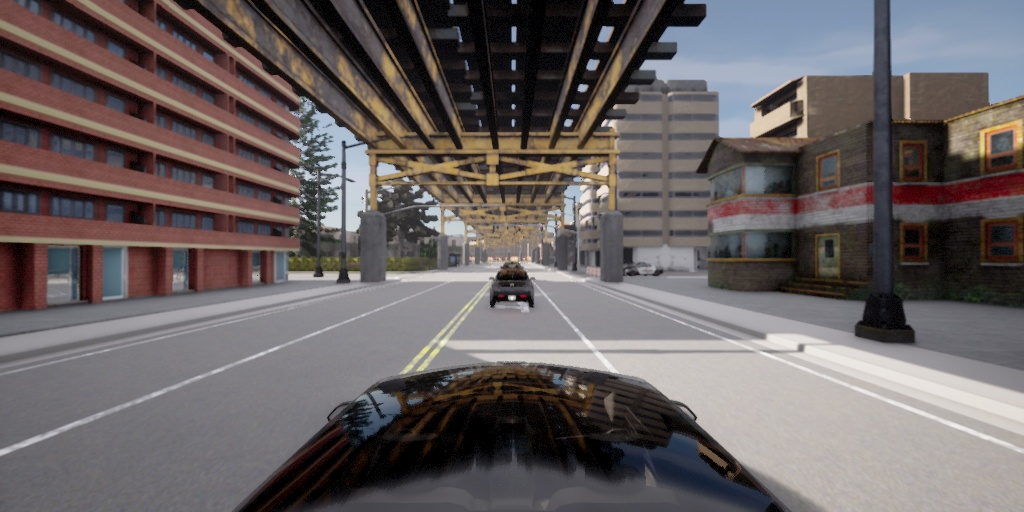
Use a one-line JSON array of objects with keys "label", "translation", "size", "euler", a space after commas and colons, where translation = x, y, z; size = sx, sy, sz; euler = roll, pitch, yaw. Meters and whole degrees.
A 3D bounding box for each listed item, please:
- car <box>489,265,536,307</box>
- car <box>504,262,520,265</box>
[{"label": "car", "translation": [0.008, 1.358, 16.193], "size": [1.837, 1.490, 4.892], "euler": [0, 0, 0]}, {"label": "car", "translation": [-0.002, 1.279, 30.967], "size": [2.097, 1.767, 4.553], "euler": [0, 0, 0]}]
